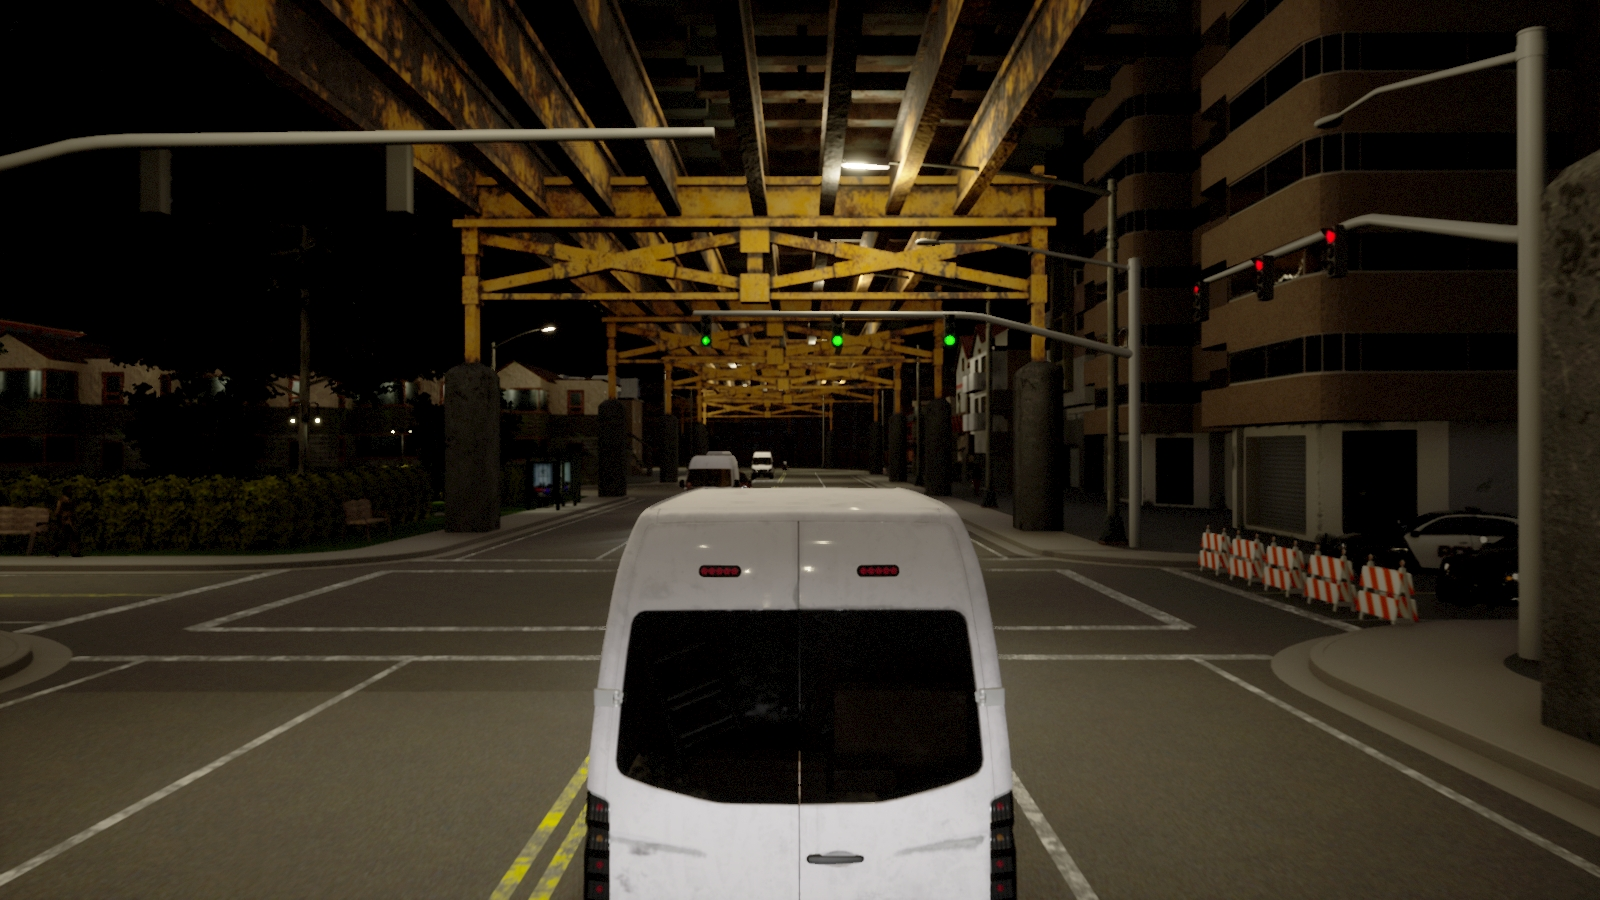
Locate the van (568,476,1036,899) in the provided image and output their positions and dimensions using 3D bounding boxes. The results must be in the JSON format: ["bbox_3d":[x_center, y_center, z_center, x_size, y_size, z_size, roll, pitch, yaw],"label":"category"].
[{"bbox_3d":[0.010,1.527,7.818,1.988,2.561,5.915,0,0,0],"label":"van"}]

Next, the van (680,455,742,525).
[{"bbox_3d":[-3.479,1.508,45.617,1.988,2.561,5.915,0,0,0],"label":"van"}]

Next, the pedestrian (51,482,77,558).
[{"bbox_3d":[-18.188,1.721,28.232,0.375,1.860,0.375,0,0,2],"label":"pedestrian"}]
